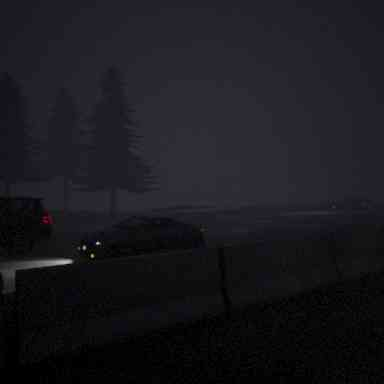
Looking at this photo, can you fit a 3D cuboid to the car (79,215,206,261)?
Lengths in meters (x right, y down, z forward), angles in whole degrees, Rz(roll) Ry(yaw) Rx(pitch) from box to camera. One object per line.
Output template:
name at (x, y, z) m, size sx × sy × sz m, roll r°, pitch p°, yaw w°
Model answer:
car at (-1.583, 1.487, 11.185) m, size 4.181 × 1.385 × 1.994 m, roll -1°, pitch 1°, yaw -33°

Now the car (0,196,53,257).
car at (-7.717, 1.191, 11.291) m, size 5.566 × 2.045 × 2.150 m, roll -1°, pitch 1°, yaw -35°

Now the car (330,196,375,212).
car at (15.746, 1.113, 32.613) m, size 4.902 × 1.511 × 2.128 m, roll -1°, pitch 0°, yaw -24°
